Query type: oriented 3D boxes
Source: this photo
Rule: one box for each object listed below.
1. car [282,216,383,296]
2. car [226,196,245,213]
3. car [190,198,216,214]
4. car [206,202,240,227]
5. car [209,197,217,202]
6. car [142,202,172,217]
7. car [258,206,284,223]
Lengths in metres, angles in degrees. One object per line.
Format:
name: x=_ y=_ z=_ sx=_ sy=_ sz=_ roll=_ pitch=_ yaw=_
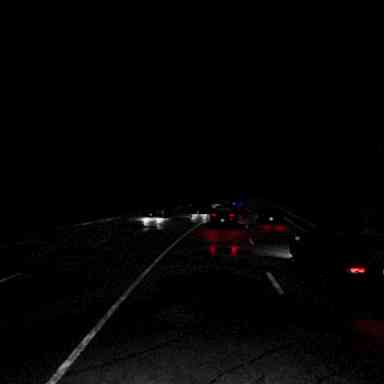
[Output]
car: x=4.048 y=1.615 z=8.958 sx=2.033 sy=1.411 sz=5.357 roll=0 pitch=0 yaw=5
car: x=5.347 y=1.496 z=41.109 sx=2.150 sy=2.045 sz=5.566 roll=0 pitch=0 yaw=11
car: x=1.123 y=1.794 z=38.722 sx=2.033 sy=1.411 sz=5.357 roll=0 pitch=0 yaw=11
car: x=2.324 y=1.685 z=23.892 sx=1.812 sy=1.442 sz=4.674 roll=0 pitch=0 yaw=8
car: x=4.483 y=1.887 z=74.183 sx=1.837 sy=1.490 sz=4.892 roll=0 pitch=0 yaw=11
car: x=-3.377 y=1.749 z=33.629 sx=2.033 sy=1.411 sz=5.357 roll=0 pitch=0 yaw=10
car: x=6.504 y=1.798 z=27.940 sx=1.895 sy=1.301 sz=4.718 roll=0 pitch=0 yaw=9
